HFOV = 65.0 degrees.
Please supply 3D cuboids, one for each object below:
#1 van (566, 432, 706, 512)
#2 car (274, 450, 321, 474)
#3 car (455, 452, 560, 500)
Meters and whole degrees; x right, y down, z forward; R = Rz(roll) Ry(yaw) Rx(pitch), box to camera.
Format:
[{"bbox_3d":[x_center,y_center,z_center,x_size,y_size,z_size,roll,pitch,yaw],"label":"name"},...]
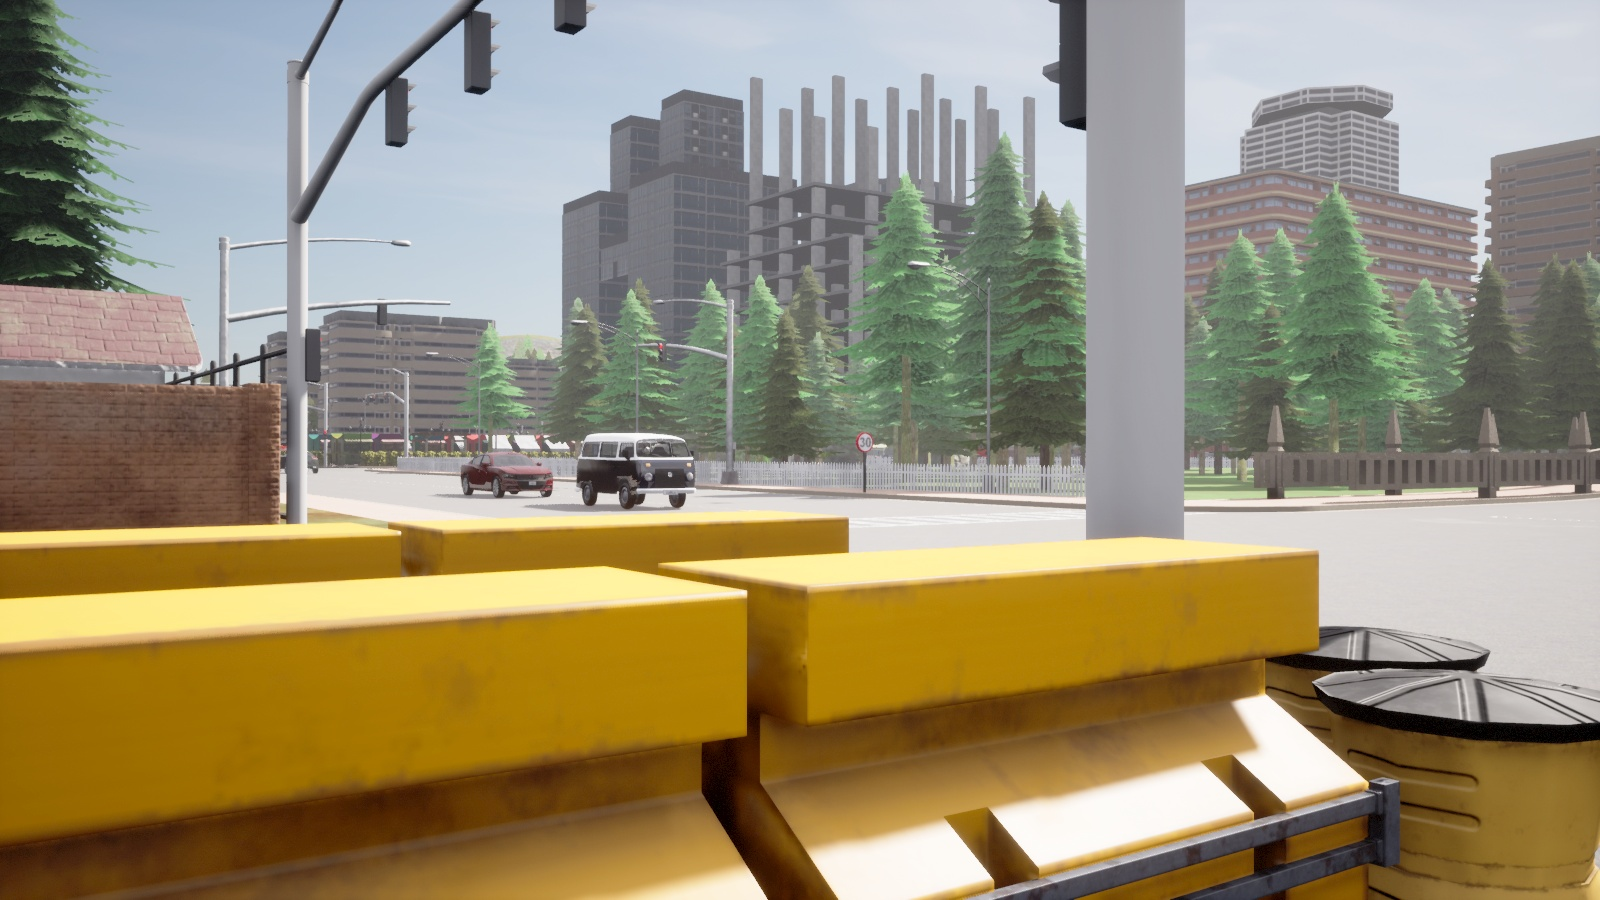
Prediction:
[{"bbox_3d":[-4.568,0.562,34.452,2.069,2.038,4.480,0,0,-33],"label":"van"},{"bbox_3d":[-35.247,0.813,88.001,2.152,1.651,5.027,0,0,-33],"label":"car"},{"bbox_3d":[-10.039,0.849,42.856,1.882,1.535,5.008,0,0,-33],"label":"car"}]
